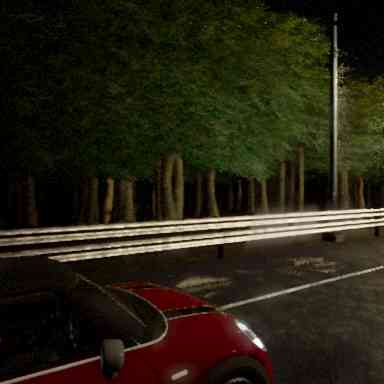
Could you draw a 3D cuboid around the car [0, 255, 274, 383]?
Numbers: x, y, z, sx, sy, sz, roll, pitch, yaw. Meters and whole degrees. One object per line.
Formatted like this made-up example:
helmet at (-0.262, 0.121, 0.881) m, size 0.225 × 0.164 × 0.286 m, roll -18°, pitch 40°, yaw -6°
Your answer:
car at (-1.431, 1.347, 2.678) m, size 4.553 × 1.767 × 2.097 m, roll 0°, pitch 0°, yaw -35°
